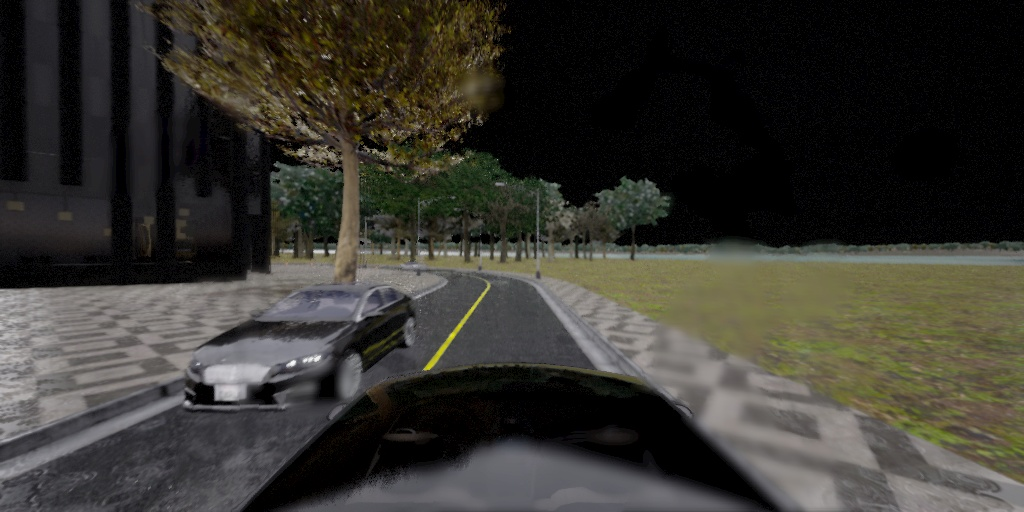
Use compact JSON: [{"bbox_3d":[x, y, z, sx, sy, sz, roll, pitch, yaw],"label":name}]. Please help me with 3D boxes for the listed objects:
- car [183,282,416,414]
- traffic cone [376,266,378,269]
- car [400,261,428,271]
[{"bbox_3d":[-3.109,1.253,6.415,2.128,1.511,4.902,0,0,0],"label":"car"},{"bbox_3d":[-19.729,1.627,52.298,0.340,0.580,0.340,0,0,35],"label":"traffic cone"},{"bbox_3d":[-12.982,1.365,47.538,1.895,1.301,4.718,0,1,-42],"label":"car"}]
